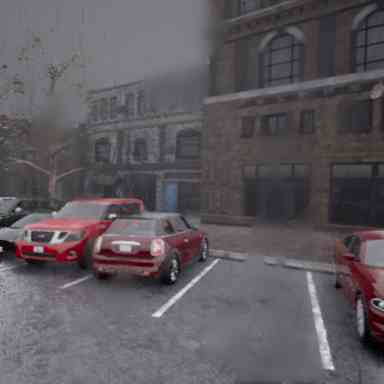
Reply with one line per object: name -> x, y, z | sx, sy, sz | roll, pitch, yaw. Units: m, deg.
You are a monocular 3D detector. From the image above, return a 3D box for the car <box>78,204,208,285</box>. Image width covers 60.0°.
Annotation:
car -> -0.968, 1.381, 9.871 | 2.185, 1.767, 4.553 | 0, -1, 16

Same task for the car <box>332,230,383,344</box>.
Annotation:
car -> 3.886, 1.510, 6.313 | 2.097, 1.535, 5.008 | 1, -1, 17

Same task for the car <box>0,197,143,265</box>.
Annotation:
car -> -3.371, 1.253, 11.660 | 2.435, 2.045, 5.566 | 1, -1, 16
